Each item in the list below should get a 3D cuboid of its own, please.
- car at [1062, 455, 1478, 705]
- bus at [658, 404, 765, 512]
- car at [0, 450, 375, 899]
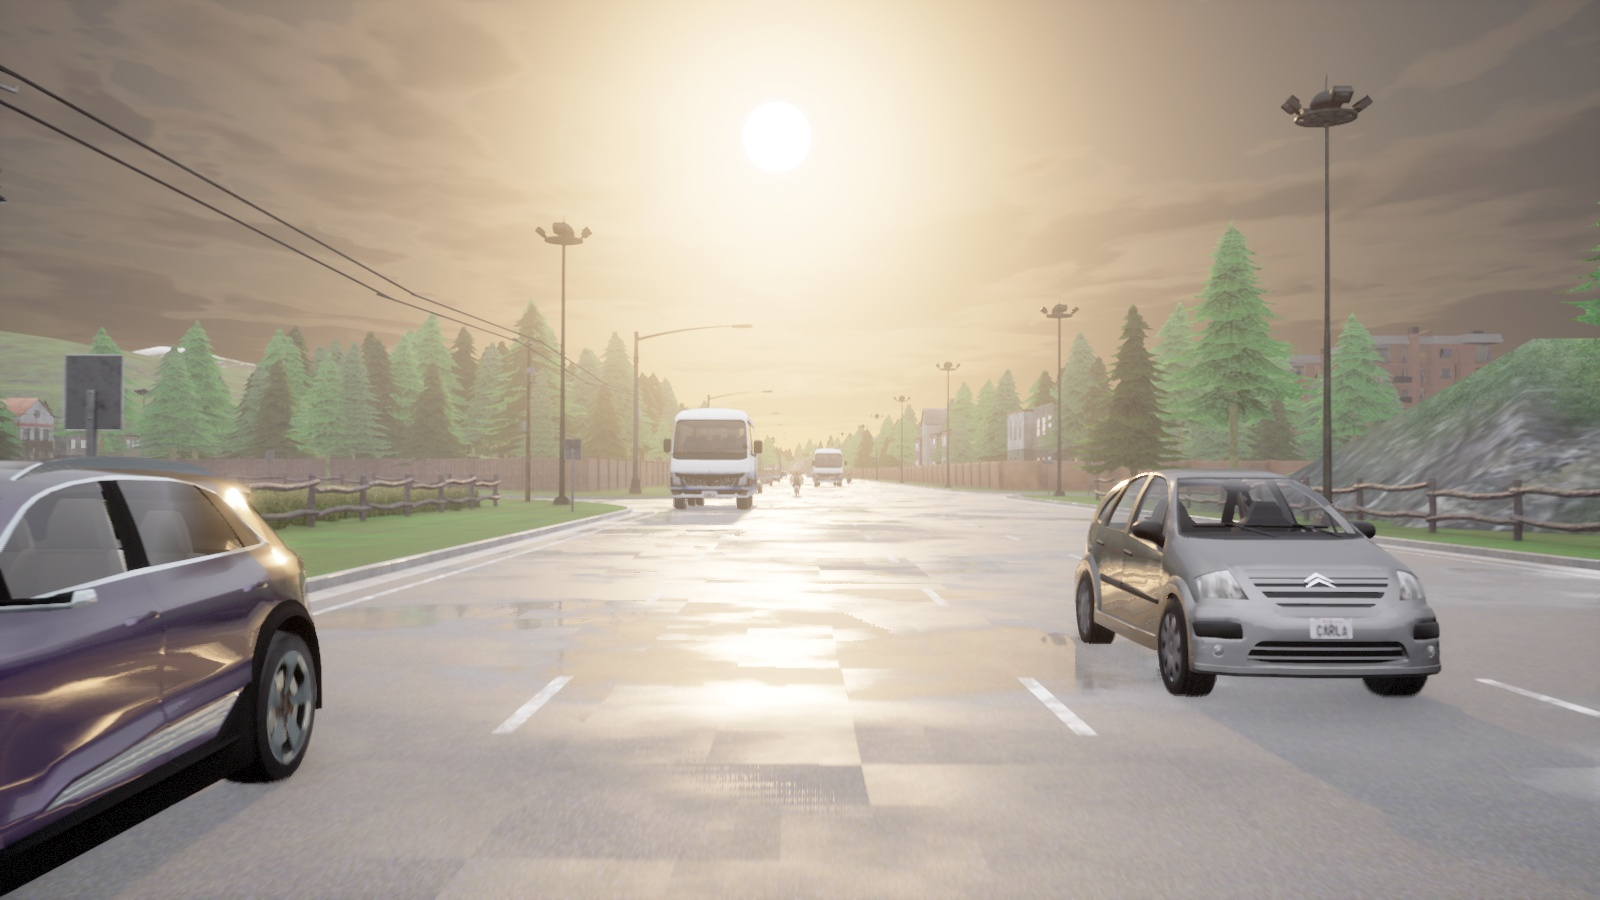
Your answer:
[{"bbox_3d":[3.475,0.879,10.168,1.851,1.617,3.988,0,-1,0],"label":"car"},{"bbox_3d":[-3.640,0.414,54.702,3.944,4.253,10.273,0,-1,0],"label":"bus"},{"bbox_3d":[-3.512,0.847,4.958,2.033,1.649,4.856,0,-1,0],"label":"car"}]
